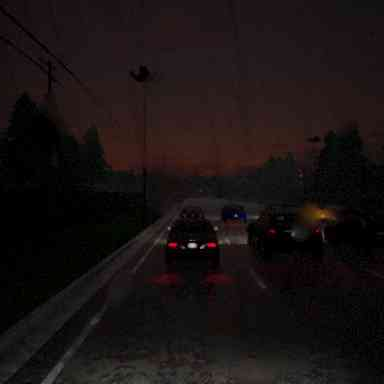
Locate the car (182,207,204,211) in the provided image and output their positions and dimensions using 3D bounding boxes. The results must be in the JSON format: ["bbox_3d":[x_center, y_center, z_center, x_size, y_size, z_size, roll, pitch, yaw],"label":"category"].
[{"bbox_3d":[0.048,1.900,28.246,1.895,1.301,4.718,0,-1,0],"label":"car"}]

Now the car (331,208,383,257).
[{"bbox_3d":[7.035,1.636,13.492,2.128,1.511,4.902,0,0,1],"label":"car"}]

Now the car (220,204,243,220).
[{"bbox_3d":[3.561,1.787,29.227,1.882,1.535,5.008,0,0,1],"label":"car"}]

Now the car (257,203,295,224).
[{"bbox_3d":[7.052,1.794,28.491,2.128,1.511,4.902,0,0,1],"label":"car"}]

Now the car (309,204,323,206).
[{"bbox_3d":[10.561,1.786,29.219,1.882,1.535,5.008,0,0,1],"label":"car"}]

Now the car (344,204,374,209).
[{"bbox_3d":[14.052,1.793,28.483,2.128,1.511,4.902,0,0,1],"label":"car"}]

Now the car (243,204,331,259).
[{"bbox_3d":[3.536,1.494,13.414,2.097,1.767,4.553,0,-1,1],"label":"car"}]

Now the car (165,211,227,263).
[{"bbox_3d":[0.023,1.681,12.506,2.033,1.411,5.357,0,-1,0],"label":"car"}]
